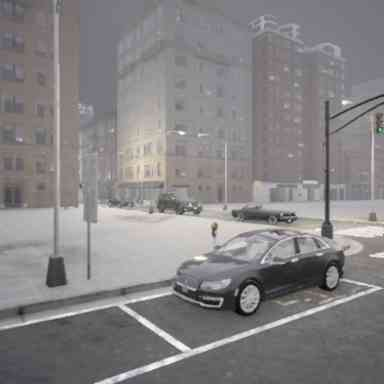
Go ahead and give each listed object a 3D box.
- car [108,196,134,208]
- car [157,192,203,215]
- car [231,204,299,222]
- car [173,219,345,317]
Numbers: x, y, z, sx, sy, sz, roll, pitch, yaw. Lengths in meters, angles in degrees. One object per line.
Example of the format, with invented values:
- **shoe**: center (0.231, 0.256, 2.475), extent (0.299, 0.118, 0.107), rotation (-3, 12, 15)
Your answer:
- **car**: center (-9.090, 1.263, 42.515), extent (1.882, 1.535, 5.008), rotation (0, 0, -36)
- **car**: center (-1.277, 1.068, 31.542), extent (2.150, 2.045, 5.566), rotation (0, 0, -35)
- **car**: center (4.933, 1.498, 22.854), extent (1.895, 1.301, 4.718), rotation (0, 0, -36)
- **car**: center (1.651, 1.541, 7.362), extent (4.403, 1.369, 2.008), rotation (0, 0, -35)
